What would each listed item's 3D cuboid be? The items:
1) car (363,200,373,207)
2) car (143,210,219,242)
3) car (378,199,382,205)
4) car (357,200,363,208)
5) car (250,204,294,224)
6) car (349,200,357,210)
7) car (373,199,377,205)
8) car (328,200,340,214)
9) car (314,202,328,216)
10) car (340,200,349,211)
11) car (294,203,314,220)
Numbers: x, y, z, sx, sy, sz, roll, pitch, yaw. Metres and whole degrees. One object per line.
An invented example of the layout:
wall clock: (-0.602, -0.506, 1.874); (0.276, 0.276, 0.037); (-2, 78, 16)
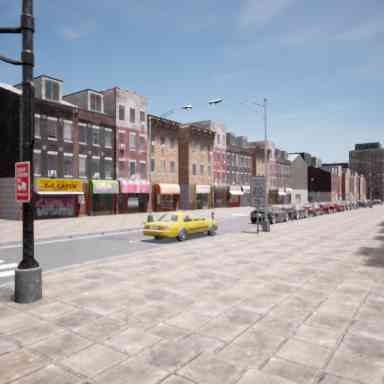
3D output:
car: (32.128, 2.146, 62.601); (2.008, 1.369, 4.403); (-1, -1, 35)
car: (-0.379, 1.597, 16.895); (1.752, 1.417, 4.829); (-1, -1, 35)
car: (45.168, 2.460, 80.936); (2.008, 1.369, 4.403); (-2, -2, 35)
car: (25.606, 2.013, 53.432); (2.008, 1.369, 4.403); (-1, -1, 35)
car: (6.044, 1.714, 25.925); (1.947, 1.339, 4.313); (-1, -1, 35)
car: (22.346, 1.952, 48.847); (2.008, 1.369, 4.403); (-1, -1, 35)
car: (35.388, 2.211, 67.184); (1.887, 1.381, 4.507); (-1, -2, 35)
car: (15.825, 1.834, 39.678); (1.887, 1.381, 4.507); (-1, -1, 35)
car: (12.565, 1.821, 35.094); (1.802, 1.307, 4.206); (-1, -1, 35)
car: (19.084, 1.783, 44.265); (1.967, 1.590, 4.097); (-1, -1, 35)
car: (9.304, 1.742, 30.510); (2.008, 1.369, 4.403); (-1, -1, 35)
